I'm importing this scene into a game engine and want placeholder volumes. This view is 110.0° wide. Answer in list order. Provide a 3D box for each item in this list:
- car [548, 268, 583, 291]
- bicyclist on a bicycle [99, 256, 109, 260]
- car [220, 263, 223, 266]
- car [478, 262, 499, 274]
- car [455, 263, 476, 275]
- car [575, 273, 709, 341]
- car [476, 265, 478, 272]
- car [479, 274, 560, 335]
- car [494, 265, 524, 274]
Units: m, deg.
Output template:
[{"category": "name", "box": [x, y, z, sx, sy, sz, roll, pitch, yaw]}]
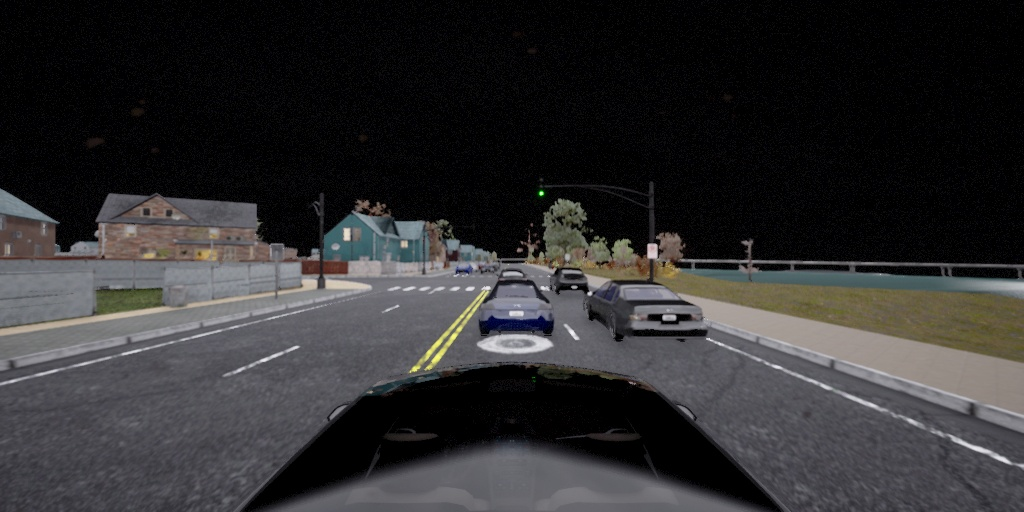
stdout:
[{"category": "car", "box": [3.362, 1.461, 21.772, 1.837, 1.490, 4.892, 0, -1, 0]}, {"category": "bicyclist on a bicycle", "box": [-29.598, 0.789, 26.000, 0.582, 1.620, 1.656, 1, -1, -35]}, {"category": "car", "box": [-21.011, 1.086, 24.900, 4.902, 1.511, 2.128, 2, -1, -35]}, {"category": "car", "box": [-3.298, 1.837, 50.484, 1.994, 1.385, 4.181, 0, -1, 0]}, {"category": "car", "box": [-6.558, 1.736, 49.224, 1.882, 1.535, 5.008, 0, -1, 1]}, {"category": "car", "box": [3.355, 1.383, 10.135, 2.033, 1.411, 5.357, 0, -1, 0]}, {"category": "car", "box": [-6.540, 1.890, 58.409, 1.812, 1.442, 4.674, 0, -1, 0]}, {"category": "car", "box": [0.107, 1.407, 10.827, 1.994, 1.385, 4.181, 0, -1, 0]}, {"category": "car", "box": [-0.025, 1.479, 21.498, 1.812, 1.442, 4.674, 0, -1, -3]}]
